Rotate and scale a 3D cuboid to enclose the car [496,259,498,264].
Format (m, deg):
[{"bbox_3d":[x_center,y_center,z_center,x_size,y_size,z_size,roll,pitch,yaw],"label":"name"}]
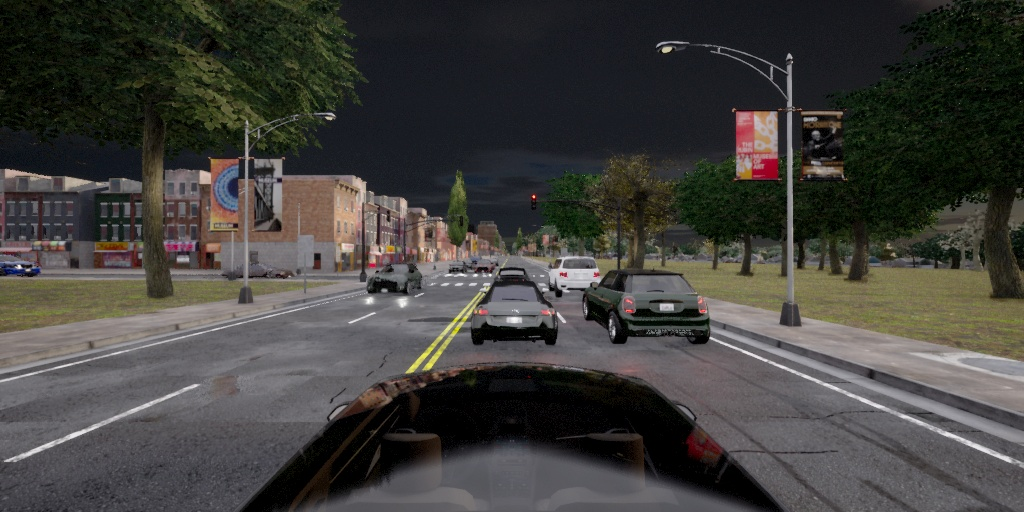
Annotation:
[{"bbox_3d":[-3.456,1.414,53.535,1.895,1.301,4.718,0,0,0],"label":"car"}]

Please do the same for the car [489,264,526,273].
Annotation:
[{"bbox_3d":[0.008,1.331,18.488,1.837,1.490,4.892,0,0,0],"label":"car"}]

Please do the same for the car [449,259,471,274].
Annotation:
[{"bbox_3d":[-6.691,1.371,44.795,1.837,1.490,4.892,0,0,0],"label":"car"}]

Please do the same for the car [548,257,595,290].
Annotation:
[{"bbox_3d":[3.257,1.054,19.487,2.150,2.045,5.566,0,0,0],"label":"car"}]

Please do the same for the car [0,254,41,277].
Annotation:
[{"bbox_3d":[-44.545,0.861,30.992,5.566,2.045,2.150,0,0,0],"label":"car"}]

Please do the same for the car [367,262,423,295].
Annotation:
[{"bbox_3d":[-6.551,1.191,20.558,2.097,1.767,4.553,0,0,-1],"label":"car"}]

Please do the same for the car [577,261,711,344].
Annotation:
[{"bbox_3d":[3.310,1.121,9.774,2.097,1.767,4.553,0,0,0],"label":"car"}]

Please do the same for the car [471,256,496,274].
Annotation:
[{"bbox_3d":[-3.441,1.219,44.543,2.097,1.767,4.553,0,0,0],"label":"car"}]

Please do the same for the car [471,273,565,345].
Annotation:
[{"bbox_3d":[0.058,1.332,9.576,1.994,1.385,4.181,0,0,0],"label":"car"}]

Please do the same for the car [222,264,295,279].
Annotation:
[{"bbox_3d":[-21.876,1.359,30.990,5.357,1.411,2.033,1,0,0],"label":"car"}]

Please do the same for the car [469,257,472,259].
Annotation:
[{"bbox_3d":[-6.706,1.313,54.192,1.837,1.490,4.892,0,1,0],"label":"car"}]
